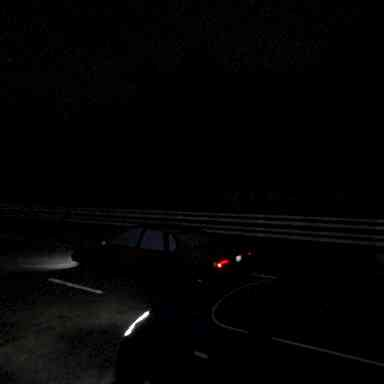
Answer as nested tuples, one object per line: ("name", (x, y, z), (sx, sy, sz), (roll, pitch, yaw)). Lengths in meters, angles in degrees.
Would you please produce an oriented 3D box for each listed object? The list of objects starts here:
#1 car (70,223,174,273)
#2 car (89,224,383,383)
("car", (-0.980, 1.562, 8.993), (5.357, 1.411, 2.033), (0, 0, 36))
("car", (1.420, 1.353, 2.979), (4.553, 1.767, 2.097), (0, 0, 36))
